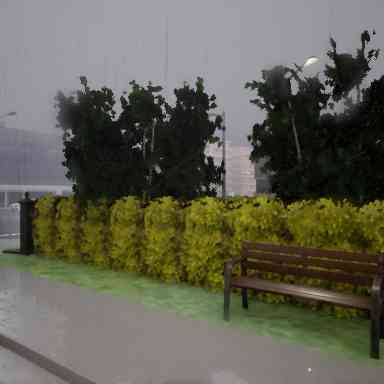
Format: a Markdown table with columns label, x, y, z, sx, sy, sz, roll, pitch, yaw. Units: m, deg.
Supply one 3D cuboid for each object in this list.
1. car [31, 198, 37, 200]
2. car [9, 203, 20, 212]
| label | x | y | z | sx | sy | sz | roll | pitch | yaw |
| --- | --- | --- | --- | --- | --- | --- | --- | --- | --- |
| car | -15.778 | 1.515 | 36.058 | 1.994 | 1.385 | 4.181 | 0 | 0 | 35 |
| car | -18.499 | 1.477 | 38.296 | 1.812 | 1.442 | 4.674 | 0 | 0 | 33 |
